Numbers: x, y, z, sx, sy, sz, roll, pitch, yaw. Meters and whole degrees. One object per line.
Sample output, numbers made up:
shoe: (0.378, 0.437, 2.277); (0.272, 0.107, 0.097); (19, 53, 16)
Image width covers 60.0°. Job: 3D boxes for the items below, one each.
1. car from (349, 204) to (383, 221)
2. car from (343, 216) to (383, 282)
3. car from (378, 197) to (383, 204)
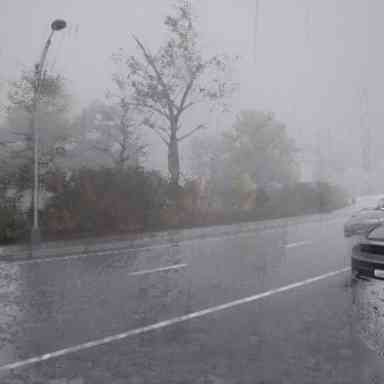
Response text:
car: (9.340, 1.545, 16.873); (1.812, 1.442, 4.674); (0, 0, 45)
car: (5.955, 1.515, 8.731); (4.892, 1.490, 1.837); (0, 0, -40)
car: (24.596, 1.376, 41.759); (2.097, 1.767, 4.553); (0, 0, 32)
